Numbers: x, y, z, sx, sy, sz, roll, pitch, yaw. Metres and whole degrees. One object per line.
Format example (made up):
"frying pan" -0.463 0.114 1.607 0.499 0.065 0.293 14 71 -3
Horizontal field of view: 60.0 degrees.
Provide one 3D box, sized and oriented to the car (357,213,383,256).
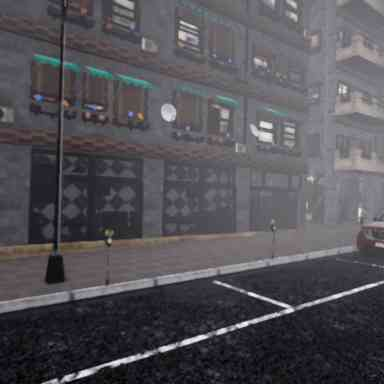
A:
"car" 8.243 1.452 12.419 5.009 1.841 2.192 1 1 -35
